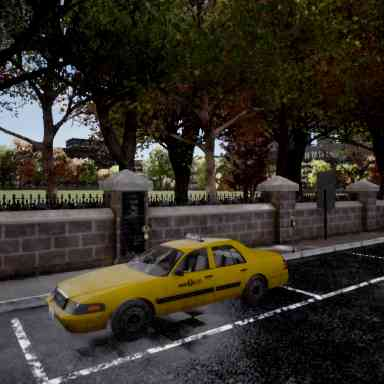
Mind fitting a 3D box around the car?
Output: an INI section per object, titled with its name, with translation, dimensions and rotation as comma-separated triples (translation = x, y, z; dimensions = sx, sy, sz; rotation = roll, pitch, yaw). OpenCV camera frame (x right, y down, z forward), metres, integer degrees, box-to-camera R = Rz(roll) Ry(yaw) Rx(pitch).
[car]
translation = -0.171, 1.525, 6.448
dimensions = 4.829, 1.417, 1.752
rotation = 0, 0, -36
